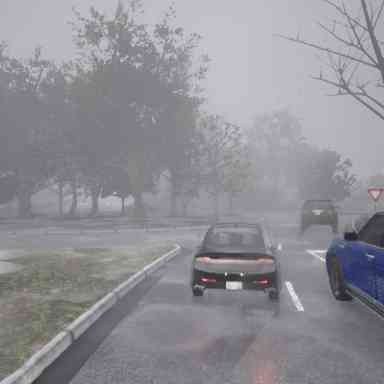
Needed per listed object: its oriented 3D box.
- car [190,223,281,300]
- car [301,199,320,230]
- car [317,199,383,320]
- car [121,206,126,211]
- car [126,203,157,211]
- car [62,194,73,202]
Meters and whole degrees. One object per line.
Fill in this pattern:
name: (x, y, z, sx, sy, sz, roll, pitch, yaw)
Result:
car: (1.130, 1.532, 8.545, 2.128, 1.511, 4.902, 0, 0, 8)
car: (8.873, 1.490, 22.925, 2.150, 2.045, 5.566, -1, -2, 25)
car: (3.885, 1.231, 5.130, 2.150, 2.045, 5.566, 0, 0, 5)
car: (-9.915, 2.711, 59.532, 5.357, 1.411, 2.033, 0, -1, 0)
car: (-8.246, 2.609, 56.260, 4.674, 1.442, 1.812, 0, -2, 8)
car: (-32.660, 1.889, 85.412, 1.946, 1.575, 5.366, 0, 2, -12)
